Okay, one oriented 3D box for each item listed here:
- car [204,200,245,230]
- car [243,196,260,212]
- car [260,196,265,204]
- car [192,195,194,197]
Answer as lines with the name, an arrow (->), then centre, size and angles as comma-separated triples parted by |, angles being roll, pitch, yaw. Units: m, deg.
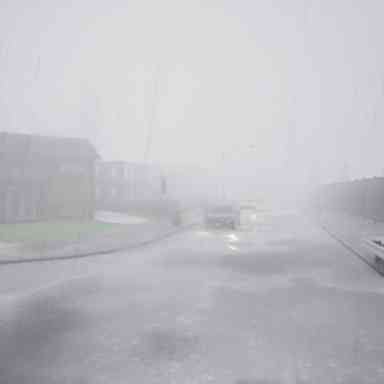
car -> 2.015, 1.531, 21.099 | 1.837, 1.490, 4.892 | 0, 1, 14
car -> 6.928, 1.512, 40.491 | 1.882, 1.535, 5.008 | 0, 0, 14
car -> 13.894, 1.505, 67.994 | 1.882, 1.535, 5.008 | 0, 0, 14
car -> -1.059, 1.212, 63.038 | 3.633, 1.501, 1.845 | 0, 0, 14
